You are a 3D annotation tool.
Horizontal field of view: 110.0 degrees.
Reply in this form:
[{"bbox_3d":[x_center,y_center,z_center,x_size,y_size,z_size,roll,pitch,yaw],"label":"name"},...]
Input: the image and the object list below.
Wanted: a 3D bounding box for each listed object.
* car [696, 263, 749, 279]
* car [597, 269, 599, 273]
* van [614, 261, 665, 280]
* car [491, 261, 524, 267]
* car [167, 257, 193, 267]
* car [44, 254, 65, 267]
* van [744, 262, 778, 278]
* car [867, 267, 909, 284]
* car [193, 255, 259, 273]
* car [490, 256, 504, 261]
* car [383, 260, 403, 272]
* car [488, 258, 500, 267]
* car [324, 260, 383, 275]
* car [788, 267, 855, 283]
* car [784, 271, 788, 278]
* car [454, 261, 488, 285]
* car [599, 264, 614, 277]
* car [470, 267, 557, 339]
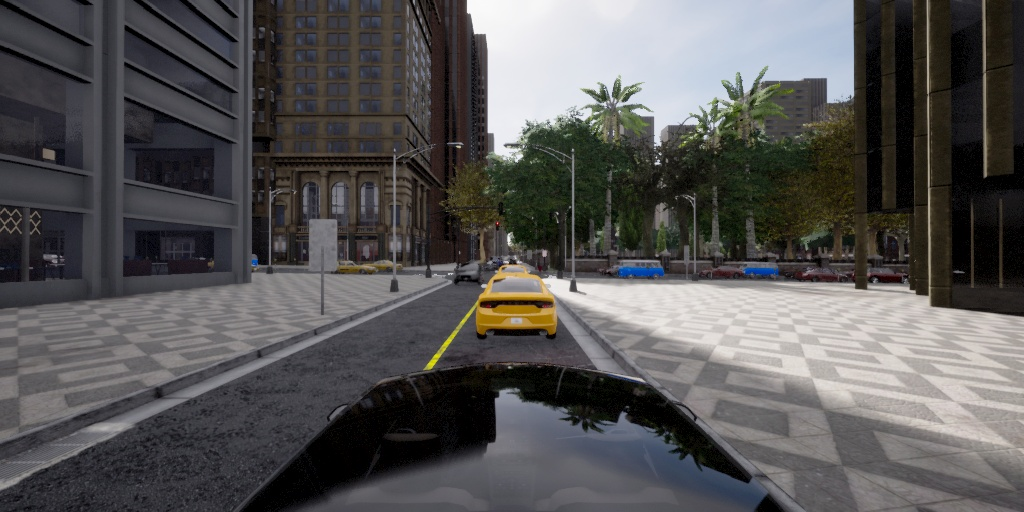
[{"bbox_3d":[22.598,1.710,38.974,4.674,1.442,1.812,1,0,0],"label":"car"},{"bbox_3d":[11.980,1.606,41.699,4.207,1.307,1.802,0,0,0],"label":"car"},{"bbox_3d":[11.939,1.315,33.174,3.998,1.789,1.690,0,0,0],"label":"van"},{"bbox_3d":[0.041,1.235,20.184,1.882,1.535,5.008,0,0,0],"label":"car"},{"bbox_3d":[-37.786,0.774,42.004,4.313,1.339,1.948,0,0,0],"label":"car"},{"bbox_3d":[-43.501,0.507,33.513,4.097,1.591,1.967,0,0,0],"label":"car"},{"bbox_3d":[28.550,1.638,41.598,3.998,1.789,1.690,0,0,0],"label":"van"},{"bbox_3d":[34.032,1.779,33.039,4.097,1.591,1.967,0,0,0],"label":"car"},{"bbox_3d":[-26.319,0.867,33.408,4.829,1.417,1.751,0,0,0],"label":"car"},{"bbox_3d":[-2.932,1.062,63.154,2.150,2.045,5.566,0,0,0],"label":"car"},{"bbox_3d":[-15.276,1.101,41.866,4.829,1.417,1.751,0,0,0],"label":"car"},{"bbox_3d":[-2.883,1.324,48.961,1.812,1.442,4.674,0,0,-2],"label":"car"},{"bbox_3d":[-14.978,1.052,33.339,4.829,1.417,1.751,0,0,0],"label":"car"},{"bbox_3d":[28.509,1.830,33.073,4.207,1.307,1.802,0,0,0],"label":"car"},{"bbox_3d":[33.042,1.904,38.901,5.357,1.411,2.033,1,0,1],"label":"car"},{"bbox_3d":[-3.046,1.265,26.173,1.837,1.490,4.892,0,0,0],"label":"car"},{"bbox_3d":[12.638,1.567,39.035,5.357,1.411,2.033,1,0,0],"label":"car"},{"bbox_3d":[0.111,1.230,10.124,1.882,1.535,5.008,0,0,0],"label":"car"}]
